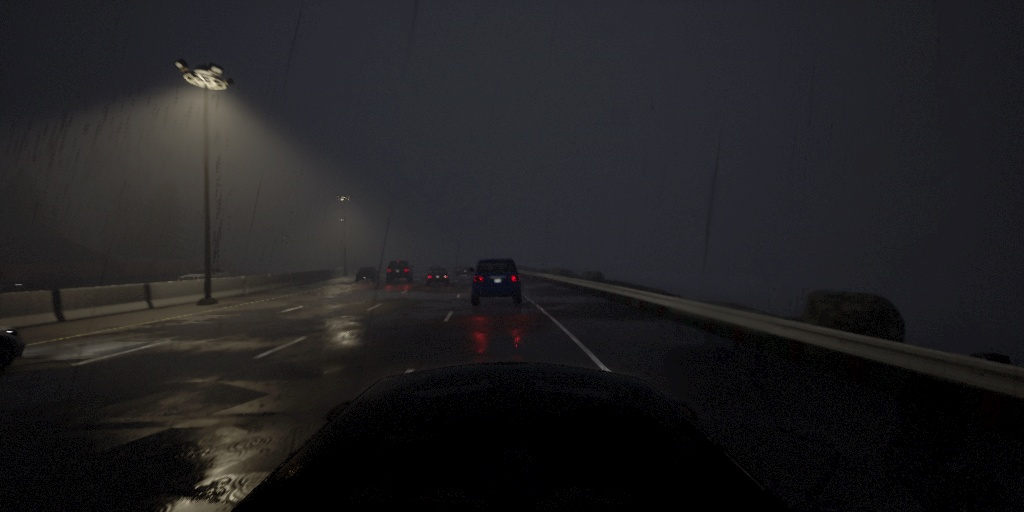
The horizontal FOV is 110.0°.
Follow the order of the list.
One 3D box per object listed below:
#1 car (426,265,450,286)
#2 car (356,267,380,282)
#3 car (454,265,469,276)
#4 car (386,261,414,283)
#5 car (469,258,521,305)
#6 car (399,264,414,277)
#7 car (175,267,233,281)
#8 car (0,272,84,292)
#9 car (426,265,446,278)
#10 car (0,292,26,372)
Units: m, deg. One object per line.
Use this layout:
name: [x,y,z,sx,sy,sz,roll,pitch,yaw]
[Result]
car: [-6.131,1.663,29.628,2.033,1.411,5.357,-1,-1,-12]
car: [-15.004,1.862,37.454,1.837,1.490,4.892,-1,0,-13]
car: [-6.233,1.827,45.636,1.994,1.385,4.181,-1,-1,-15]
car: [-10.692,1.470,34.432,2.150,2.045,5.566,-1,0,-12]
car: [-0.871,1.130,17.433,2.150,2.045,5.566,-1,0,-6]
car: [-14.497,1.955,48.935,1.837,1.490,4.892,-1,0,-17]
car: [-23.654,1.610,27.760,1.812,1.442,4.674,-1,-1,-11]
car: [-33.967,1.941,25.810,2.128,1.511,4.902,-1,-1,-11]
car: [-9.391,1.856,44.033,2.033,1.411,5.357,-1,-1,-16]
car: [-10.516,1.505,5.086,1.812,1.442,4.674,-1,-1,-2]
